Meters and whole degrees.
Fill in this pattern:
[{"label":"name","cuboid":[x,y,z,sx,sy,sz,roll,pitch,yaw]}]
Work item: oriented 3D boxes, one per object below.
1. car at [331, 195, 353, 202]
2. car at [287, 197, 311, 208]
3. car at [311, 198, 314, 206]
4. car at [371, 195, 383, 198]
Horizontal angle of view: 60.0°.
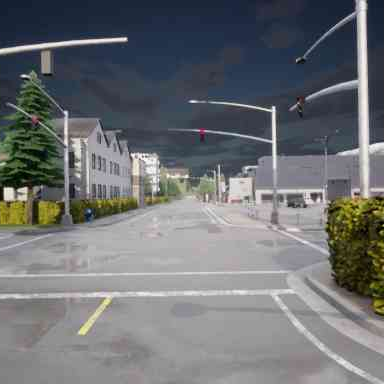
[{"label":"car","cuboid":[25.508,1.398,56.498,2.152,1.636,5.027,-1,-1,0]},{"label":"car","cuboid":[15.444,1.629,49.105,2.007,1.523,4.514,-1,-1,0]},{"label":"car","cuboid":[19.093,1.573,56.161,1.970,1.475,3.806,-1,-1,0]},{"label":"car","cuboid":[19.128,1.183,31.236,1.905,1.878,3.866,-1,-1,0]}]
